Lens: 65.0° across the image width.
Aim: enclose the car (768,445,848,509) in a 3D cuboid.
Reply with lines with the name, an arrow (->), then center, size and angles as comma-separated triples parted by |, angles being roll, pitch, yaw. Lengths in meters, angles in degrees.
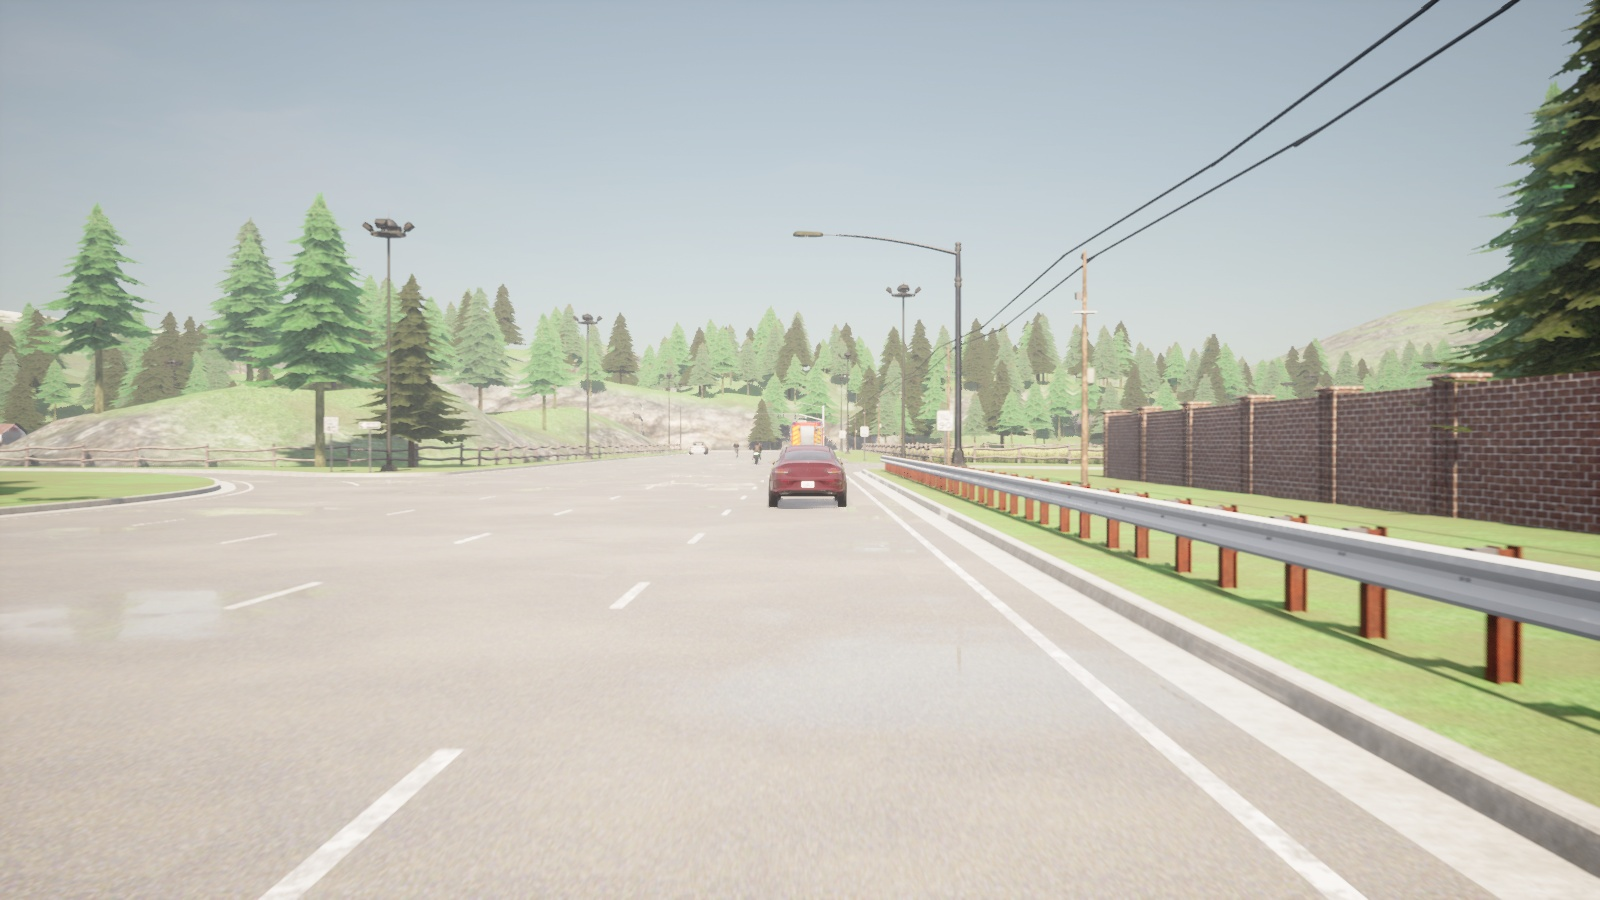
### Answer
car -> 0.189, 0.599, 30.683 | 1.812, 1.442, 4.674 | 0, 0, 0
